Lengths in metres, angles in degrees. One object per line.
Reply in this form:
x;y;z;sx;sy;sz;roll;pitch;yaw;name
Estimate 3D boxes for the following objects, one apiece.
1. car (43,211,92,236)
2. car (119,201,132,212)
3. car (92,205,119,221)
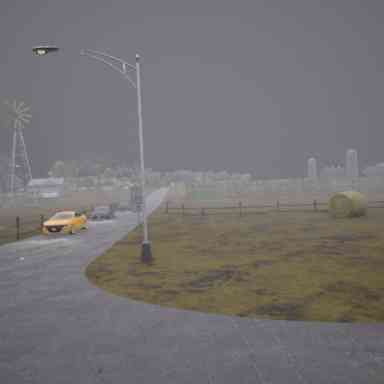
-9.040;2.173;23.949;1.882;1.535;5.008;-3;0;-3;car
-10.437;2.275;52.066;1.837;1.490;4.892;-3;0;-3;car
-9.705;2.239;36.595;1.837;1.490;4.892;-3;0;-3;car
